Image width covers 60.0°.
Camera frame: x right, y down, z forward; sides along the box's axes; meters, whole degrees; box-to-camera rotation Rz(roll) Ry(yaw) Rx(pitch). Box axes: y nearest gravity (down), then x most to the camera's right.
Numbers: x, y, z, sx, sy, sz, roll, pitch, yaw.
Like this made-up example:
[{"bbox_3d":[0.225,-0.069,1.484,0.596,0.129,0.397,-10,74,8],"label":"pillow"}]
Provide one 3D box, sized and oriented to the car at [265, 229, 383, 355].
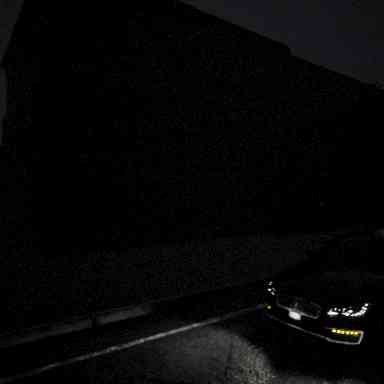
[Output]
[{"bbox_3d":[3.437,1.502,6.136,4.892,1.490,1.837,0,0,-35],"label":"car"}]
